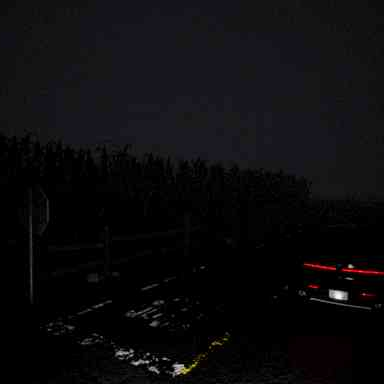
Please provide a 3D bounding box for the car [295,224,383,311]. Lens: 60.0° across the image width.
[{"bbox_3d":[3.804,1.498,7.676,1.837,1.490,4.892,0,0,33],"label":"car"}]
